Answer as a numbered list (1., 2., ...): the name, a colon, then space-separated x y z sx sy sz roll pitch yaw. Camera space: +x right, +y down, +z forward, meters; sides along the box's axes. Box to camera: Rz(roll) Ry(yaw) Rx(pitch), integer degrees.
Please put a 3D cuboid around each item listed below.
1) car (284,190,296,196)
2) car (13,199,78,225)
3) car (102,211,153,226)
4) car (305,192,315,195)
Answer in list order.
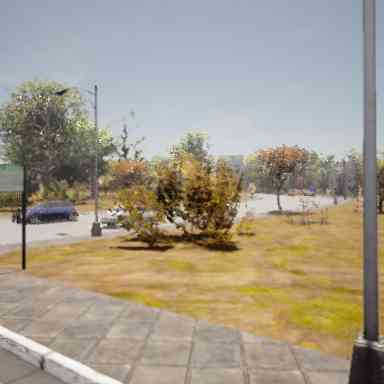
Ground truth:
1. car: 27.157 0.342 89.243 2.097 1.767 4.553 0 1 -4
2. car: -11.209 1.470 25.603 2.097 1.767 4.553 0 0 39
3. car: -4.064 1.609 23.161 1.812 1.442 4.674 0 0 39
4. car: 30.641 0.592 87.601 1.895 1.301 4.718 0 1 1
